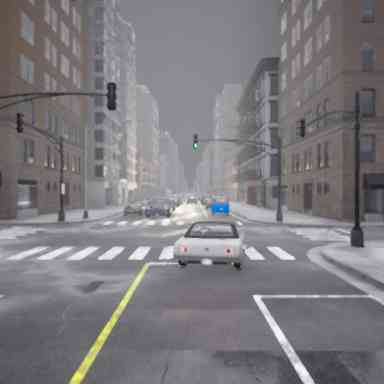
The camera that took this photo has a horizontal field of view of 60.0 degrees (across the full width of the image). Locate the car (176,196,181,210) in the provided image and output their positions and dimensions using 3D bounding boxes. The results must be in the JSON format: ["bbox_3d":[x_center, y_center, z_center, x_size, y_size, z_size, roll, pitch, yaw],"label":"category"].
[{"bbox_3d":[-2.809,1.518,39.651,2.033,1.411,5.357,0,0,0],"label":"car"}]

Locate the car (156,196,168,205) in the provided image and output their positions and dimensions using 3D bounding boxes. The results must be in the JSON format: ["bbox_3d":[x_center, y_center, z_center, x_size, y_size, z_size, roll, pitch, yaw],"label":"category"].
[{"bbox_3d":[-5.392,1.514,60.199,1.947,1.339,4.313,0,0,0],"label":"car"}]

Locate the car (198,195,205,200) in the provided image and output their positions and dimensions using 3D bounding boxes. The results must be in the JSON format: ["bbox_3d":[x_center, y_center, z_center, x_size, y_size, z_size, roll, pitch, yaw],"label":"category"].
[{"bbox_3d":[2.631,1.465,94.293,1.947,1.339,4.313,0,0,0],"label":"car"}]

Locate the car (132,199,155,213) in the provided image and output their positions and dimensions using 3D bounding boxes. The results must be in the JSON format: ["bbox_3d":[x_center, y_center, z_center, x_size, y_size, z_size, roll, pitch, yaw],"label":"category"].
[{"bbox_3d":[-5.391,1.517,37.471,1.887,1.381,4.507,0,0,0],"label":"car"}]

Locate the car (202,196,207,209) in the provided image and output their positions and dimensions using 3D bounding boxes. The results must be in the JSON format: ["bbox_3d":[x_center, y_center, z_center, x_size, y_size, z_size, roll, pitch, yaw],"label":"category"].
[{"bbox_3d":[2.634,1.550,43.161,1.802,1.307,4.206,0,0,0],"label":"car"}]

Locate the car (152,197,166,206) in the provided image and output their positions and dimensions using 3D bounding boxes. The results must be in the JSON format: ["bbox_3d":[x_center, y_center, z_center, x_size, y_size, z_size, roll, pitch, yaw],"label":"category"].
[{"bbox_3d":[-5.392,1.481,54.347,1.752,1.417,4.829,0,0,0],"label":"car"}]

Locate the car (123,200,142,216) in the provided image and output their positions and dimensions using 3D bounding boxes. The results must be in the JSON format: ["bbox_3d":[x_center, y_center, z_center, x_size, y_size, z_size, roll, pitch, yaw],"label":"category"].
[{"bbox_3d":[-5.390,1.527,31.790,2.008,1.369,4.403,0,0,0],"label":"car"}]

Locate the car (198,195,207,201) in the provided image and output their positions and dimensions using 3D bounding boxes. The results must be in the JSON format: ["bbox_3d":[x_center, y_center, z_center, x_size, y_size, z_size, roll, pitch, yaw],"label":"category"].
[{"bbox_3d":[2.631,1.466,82.930,2.008,1.369,4.403,0,0,0],"label":"car"}]

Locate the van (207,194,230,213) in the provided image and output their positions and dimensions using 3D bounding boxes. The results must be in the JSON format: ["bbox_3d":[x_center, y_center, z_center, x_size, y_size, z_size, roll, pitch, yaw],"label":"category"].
[{"bbox_3d":[2.635,1.318,31.799,1.690,1.788,3.998,0,0,0],"label":"van"}]

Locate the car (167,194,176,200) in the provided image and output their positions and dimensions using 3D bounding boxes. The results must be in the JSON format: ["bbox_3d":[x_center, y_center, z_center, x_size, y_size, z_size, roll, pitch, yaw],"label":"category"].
[{"bbox_3d":[-5.394,1.347,88.608,1.967,1.590,4.097,0,0,0],"label":"car"}]

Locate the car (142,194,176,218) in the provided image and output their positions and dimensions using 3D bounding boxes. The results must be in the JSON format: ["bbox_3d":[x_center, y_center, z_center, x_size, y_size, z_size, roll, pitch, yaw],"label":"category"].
[{"bbox_3d":[-2.898,1.330,30.176,2.097,1.767,4.553,0,0,1],"label":"car"}]

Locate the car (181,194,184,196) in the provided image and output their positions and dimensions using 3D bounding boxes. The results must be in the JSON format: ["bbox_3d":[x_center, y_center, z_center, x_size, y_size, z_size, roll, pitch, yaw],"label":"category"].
[{"bbox_3d":[-2.790,1.516,57.644,1.994,1.385,4.181,0,0,0],"label":"car"}]

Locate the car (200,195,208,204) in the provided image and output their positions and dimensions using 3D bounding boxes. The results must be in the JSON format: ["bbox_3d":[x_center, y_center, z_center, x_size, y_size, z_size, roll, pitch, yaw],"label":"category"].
[{"bbox_3d":[2.633,1.538,54.524,1.802,1.307,4.206,0,0,0],"label":"car"}]

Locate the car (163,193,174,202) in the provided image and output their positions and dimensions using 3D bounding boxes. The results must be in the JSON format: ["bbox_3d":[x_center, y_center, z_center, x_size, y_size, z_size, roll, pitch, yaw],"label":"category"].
[{"bbox_3d":[-5.393,1.238,77.244,2.192,1.841,5.009,0,0,0],"label":"car"}]

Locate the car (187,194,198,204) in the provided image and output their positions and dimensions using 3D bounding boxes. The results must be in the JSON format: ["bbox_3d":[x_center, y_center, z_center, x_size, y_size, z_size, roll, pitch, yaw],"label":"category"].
[{"bbox_3d":[-0.005,1.493,61.512,2.033,1.411,5.357,0,0,0],"label":"car"}]

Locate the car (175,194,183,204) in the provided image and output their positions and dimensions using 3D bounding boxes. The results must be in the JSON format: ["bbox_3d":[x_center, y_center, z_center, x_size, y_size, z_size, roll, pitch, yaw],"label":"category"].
[{"bbox_3d":[-2.773,1.488,49.115,1.812,1.442,4.674,0,0,0],"label":"car"}]

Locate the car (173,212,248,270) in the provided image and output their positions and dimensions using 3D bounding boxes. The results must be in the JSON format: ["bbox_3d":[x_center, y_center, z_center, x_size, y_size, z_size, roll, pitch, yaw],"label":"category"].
[{"bbox_3d":[0.817,1.593,11.137,1.895,1.301,4.718,0,0,11],"label":"car"}]

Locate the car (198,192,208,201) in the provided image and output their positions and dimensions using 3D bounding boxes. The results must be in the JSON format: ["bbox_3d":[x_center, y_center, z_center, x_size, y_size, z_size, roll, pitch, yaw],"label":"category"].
[{"bbox_3d":[2.633,1.263,60.205,2.192,1.841,5.009,0,0,0],"label":"car"}]
